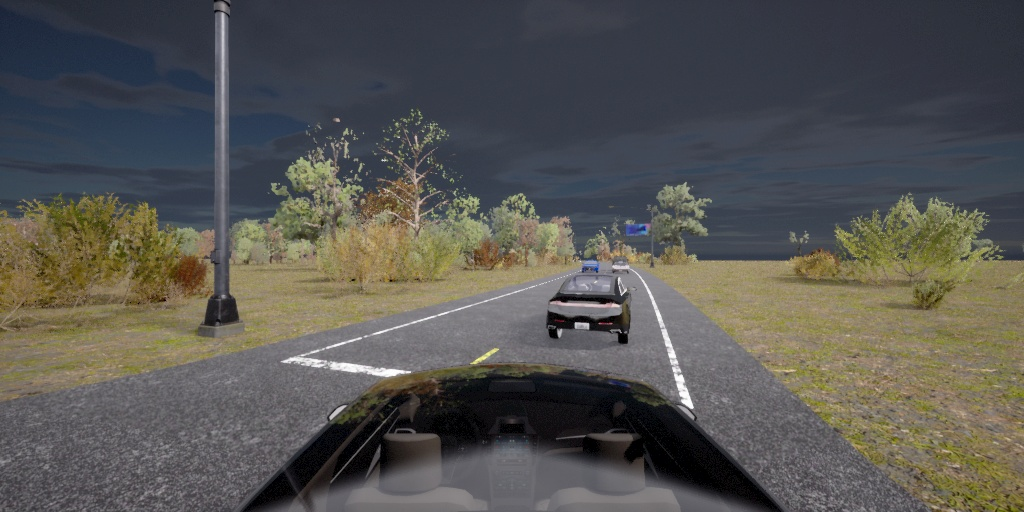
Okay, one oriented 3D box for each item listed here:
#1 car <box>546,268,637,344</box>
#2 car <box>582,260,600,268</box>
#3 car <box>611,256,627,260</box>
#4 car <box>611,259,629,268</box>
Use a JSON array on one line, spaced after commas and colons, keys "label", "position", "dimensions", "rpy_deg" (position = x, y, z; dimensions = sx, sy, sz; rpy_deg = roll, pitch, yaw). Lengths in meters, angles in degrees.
[{"label": "car", "position": [2.263, 1.242, 9.741], "dimensions": [2.128, 1.511, 4.902], "rpy_deg": [0, 0, 20]}, {"label": "car", "position": [9.776, 1.244, 44.305], "dimensions": [1.882, 1.535, 5.008], "rpy_deg": [0, 0, 16]}, {"label": "car", "position": [15.084, 1.002, 50.100], "dimensions": [2.150, 2.045, 5.566], "rpy_deg": [0, 0, 16]}, {"label": "car", "position": [12.903, 1.365, 42.472], "dimensions": [1.895, 1.301, 4.718], "rpy_deg": [0, 0, 18]}]
